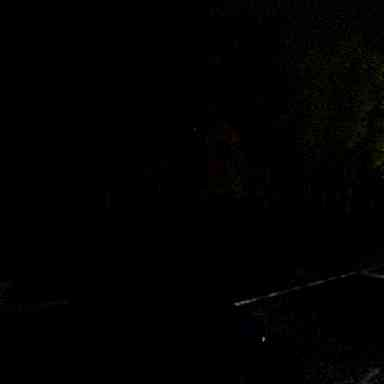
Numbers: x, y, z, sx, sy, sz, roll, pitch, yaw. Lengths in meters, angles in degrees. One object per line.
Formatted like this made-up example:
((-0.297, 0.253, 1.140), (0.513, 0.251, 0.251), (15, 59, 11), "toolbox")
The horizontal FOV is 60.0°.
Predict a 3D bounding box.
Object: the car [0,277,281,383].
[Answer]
((-1.260, 1.526, 2.873), (4.674, 1.442, 1.812), (0, 0, -36), "car")
